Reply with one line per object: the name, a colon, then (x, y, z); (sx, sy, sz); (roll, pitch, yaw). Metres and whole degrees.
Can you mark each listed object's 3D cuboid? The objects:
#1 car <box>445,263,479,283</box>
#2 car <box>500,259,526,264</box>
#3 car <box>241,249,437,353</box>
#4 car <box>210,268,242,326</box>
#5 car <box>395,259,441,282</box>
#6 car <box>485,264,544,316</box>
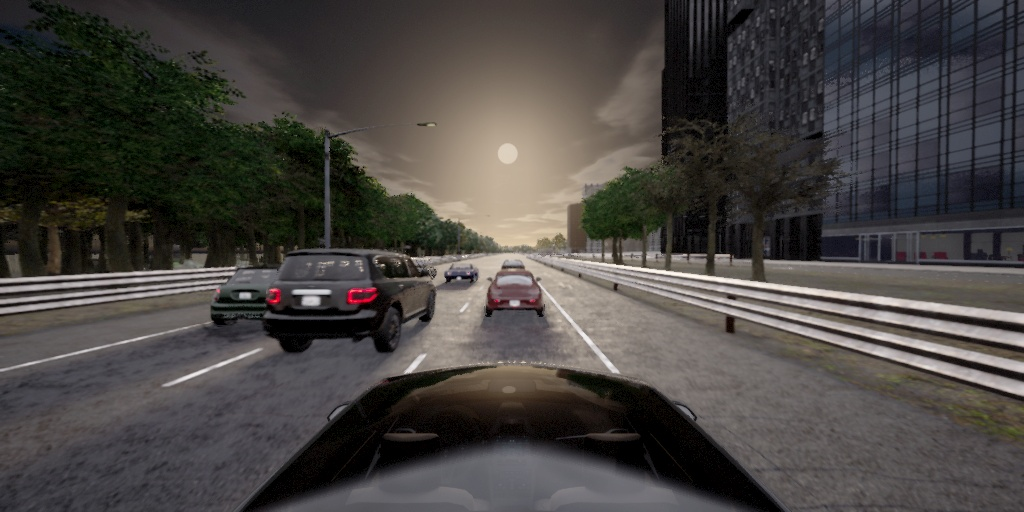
car: (-3.421, 1.140, 25.368); (1.895, 1.301, 4.718); (0, 1, 0)
car: (0.086, 0.988, 28.470); (1.882, 1.535, 5.008); (0, 1, 0)
car: (-3.425, 0.901, 8.822); (2.150, 2.045, 5.566); (0, -1, 0)
car: (-6.917, 1.020, 11.428); (2.097, 1.767, 4.553); (0, 1, 0)
car: (-6.918, 1.017, 26.922); (2.128, 1.511, 4.902); (0, 1, 0)
car: (0.079, 1.180, 12.699); (1.812, 1.442, 4.674); (0, 1, 0)
